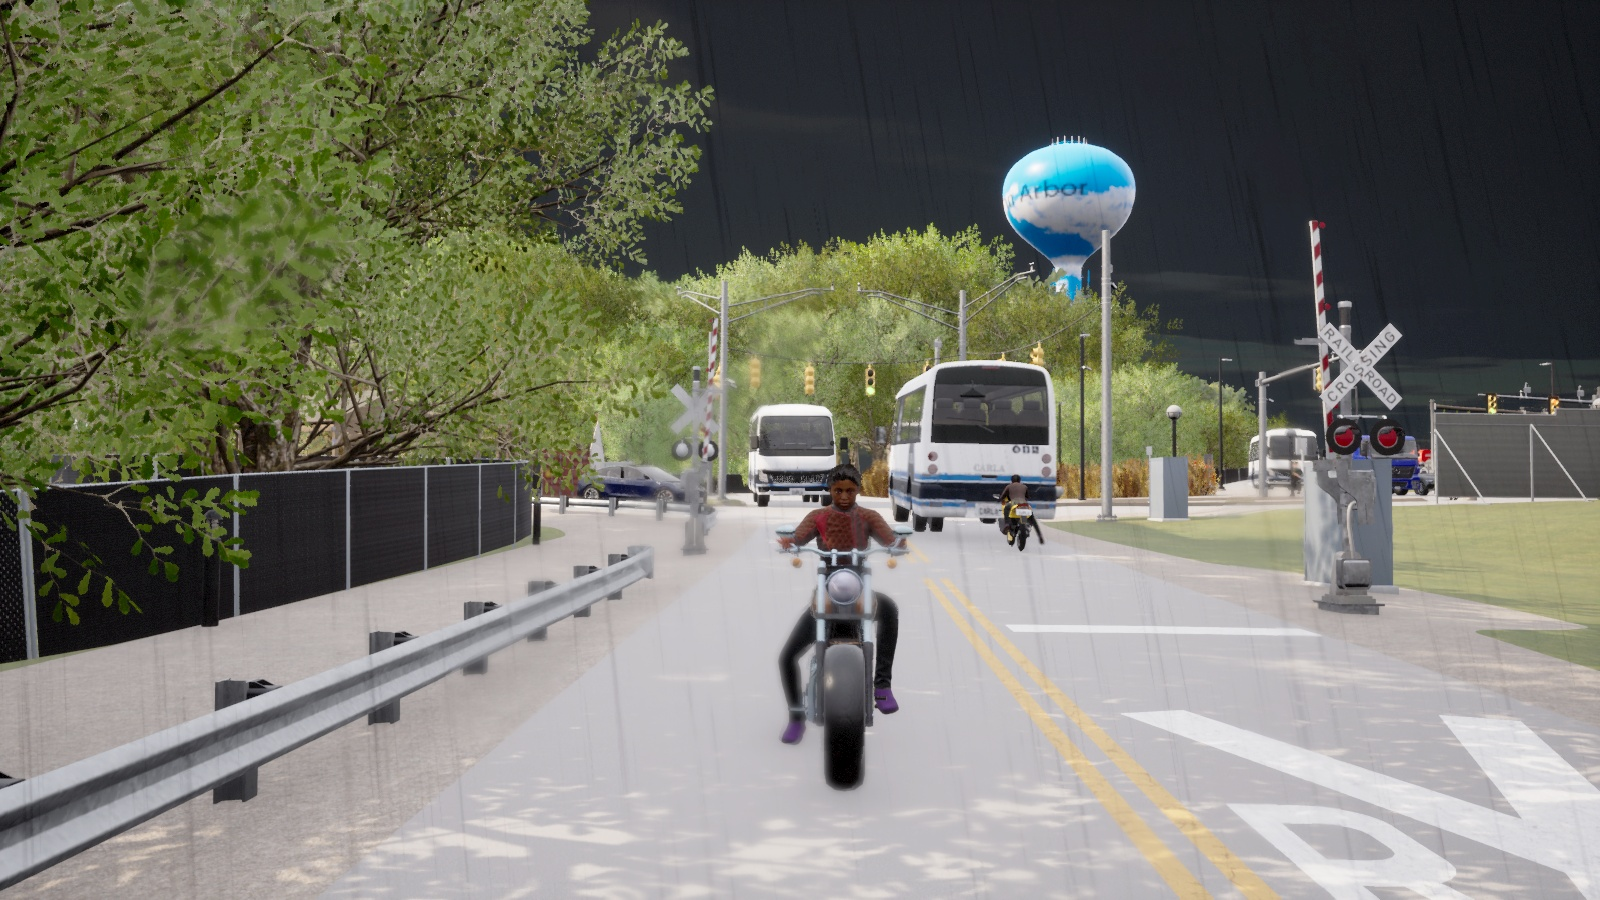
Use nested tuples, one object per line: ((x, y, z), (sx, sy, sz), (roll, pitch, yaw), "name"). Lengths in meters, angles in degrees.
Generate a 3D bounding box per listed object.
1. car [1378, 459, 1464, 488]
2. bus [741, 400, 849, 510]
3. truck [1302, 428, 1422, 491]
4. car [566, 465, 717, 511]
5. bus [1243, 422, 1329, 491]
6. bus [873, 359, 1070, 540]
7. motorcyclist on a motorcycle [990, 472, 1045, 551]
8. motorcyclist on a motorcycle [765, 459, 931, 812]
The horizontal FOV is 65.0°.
((36.108, 1.365, 73.140), (2.152, 1.651, 5.027), (0, -1, -5), "car")
((-0.416, 0.233, 54.423), (3.944, 4.253, 10.273), (0, 0, -4), "bus")
((32.457, 0.592, 72.942), (2.891, 3.462, 7.936), (0, -1, -5), "truck")
((-5.462, 1.299, 43.211), (4.792, 1.488, 2.163), (0, -1, 28), "car")
((33.069, 0.567, 85.929), (3.944, 4.253, 10.273), (0, -3, 12), "bus")
((4.378, -0.003, 34.953), (3.944, 4.253, 10.273), (1, 0, 0), "bus")
((4.385, 1.217, 25.465), (0.797, 1.523, 2.044), (0, -1, 1), "motorcyclist on a motorcycle")
((0.256, 0.884, 7.056), (0.766, 1.649, 2.350), (0, -1, 2), "motorcyclist on a motorcycle")
